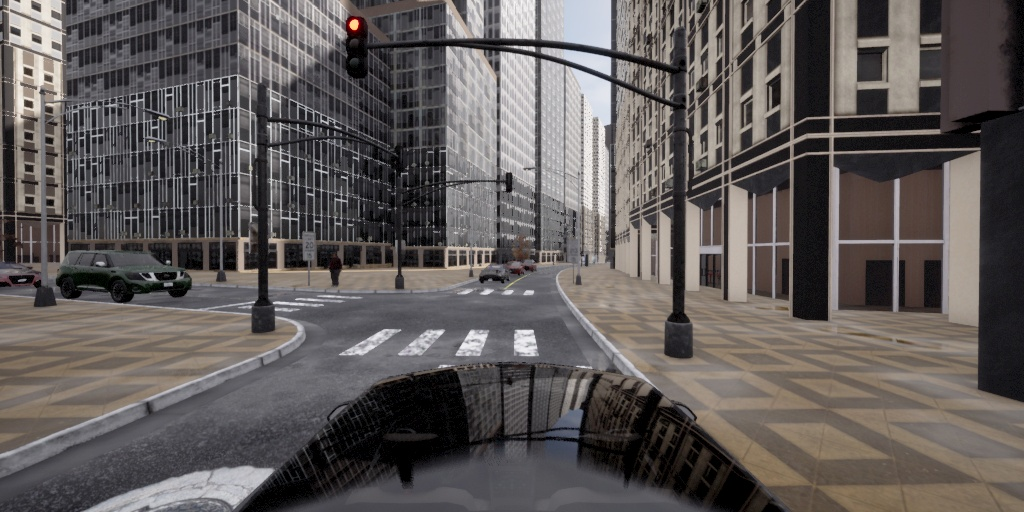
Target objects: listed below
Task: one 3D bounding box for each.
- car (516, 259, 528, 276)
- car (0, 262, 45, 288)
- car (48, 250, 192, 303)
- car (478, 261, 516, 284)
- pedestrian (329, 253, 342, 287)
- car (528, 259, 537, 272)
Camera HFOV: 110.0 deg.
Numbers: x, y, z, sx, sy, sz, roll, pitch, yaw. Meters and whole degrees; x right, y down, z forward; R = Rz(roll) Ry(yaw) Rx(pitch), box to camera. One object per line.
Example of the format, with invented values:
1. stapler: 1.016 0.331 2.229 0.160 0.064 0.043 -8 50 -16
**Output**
1. car: 0.222 1.300 38.428 1.882 1.535 5.008 0 0 9
2. car: -25.803 0.981 18.019 4.181 1.385 1.994 1 1 16
3. car: -16.617 0.770 15.363 5.566 2.045 2.150 1 1 17
4. car: -1.224 1.331 28.096 2.033 1.411 5.357 0 0 7
5. pedestrian: -9.580 0.716 19.426 0.375 1.860 0.375 0 0 16
6. car: 2.032 1.225 48.325 2.097 1.767 4.553 0 0 12
